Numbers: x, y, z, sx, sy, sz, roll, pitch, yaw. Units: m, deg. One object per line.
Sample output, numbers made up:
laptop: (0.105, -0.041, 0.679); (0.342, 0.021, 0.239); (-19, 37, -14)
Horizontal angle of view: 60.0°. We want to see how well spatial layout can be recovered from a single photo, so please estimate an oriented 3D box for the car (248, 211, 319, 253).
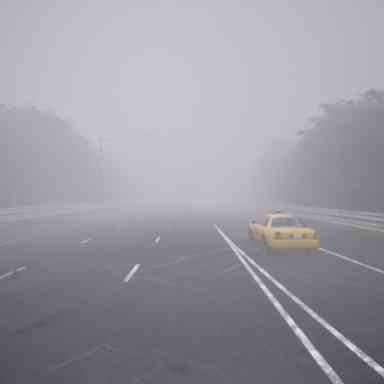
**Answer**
car: (3.719, 1.607, 14.505); (1.801, 1.575, 5.366); (0, -1, -2)
